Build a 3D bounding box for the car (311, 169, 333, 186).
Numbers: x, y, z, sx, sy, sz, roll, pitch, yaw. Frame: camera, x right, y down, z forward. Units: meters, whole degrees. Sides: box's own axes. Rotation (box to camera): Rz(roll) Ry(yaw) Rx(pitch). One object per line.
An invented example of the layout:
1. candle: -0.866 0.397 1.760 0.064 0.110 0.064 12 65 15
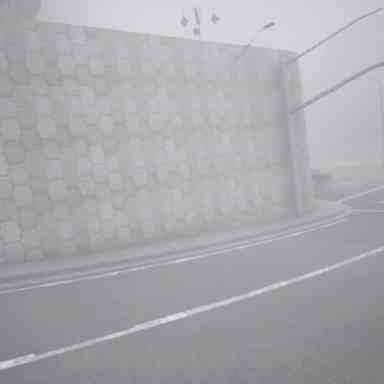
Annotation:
1. car: 11.005 -1.458 31.930 1.837 1.490 4.892 -12 7 -35
